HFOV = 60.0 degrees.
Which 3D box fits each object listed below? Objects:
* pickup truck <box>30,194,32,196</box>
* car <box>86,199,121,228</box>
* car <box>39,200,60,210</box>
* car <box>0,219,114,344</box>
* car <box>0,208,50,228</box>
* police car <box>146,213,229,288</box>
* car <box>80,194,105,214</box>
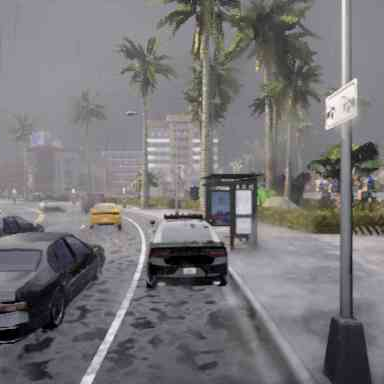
[{"bbox_3d":[-39.373,1.185,84.893,2.390,2.098,6.274,0,0,0],"label":"pickup truck"},{"bbox_3d":[-5.783,1.498,22.317,1.882,1.535,5.008,0,0,-14],"label":"car"},{"bbox_3d":[-18.474,1.647,42.917,1.895,1.301,4.718,0,0,-33],"label":"car"},{"bbox_3d":[-3.176,1.556,6.797,2.033,1.411,5.357,0,0,-3],"label":"car"},{"bbox_3d":[-7.143,1.563,12.321,2.033,1.411,5.357,0,0,-8],"label":"car"},{"bbox_3d":[-0.254,1.431,9.453,1.930,1.638,5.238,0,0,-5],"label":"police car"},{"bbox_3d":[-10.874,1.255,36.580,2.150,2.045,5.566,0,0,-25],"label":"car"}]
